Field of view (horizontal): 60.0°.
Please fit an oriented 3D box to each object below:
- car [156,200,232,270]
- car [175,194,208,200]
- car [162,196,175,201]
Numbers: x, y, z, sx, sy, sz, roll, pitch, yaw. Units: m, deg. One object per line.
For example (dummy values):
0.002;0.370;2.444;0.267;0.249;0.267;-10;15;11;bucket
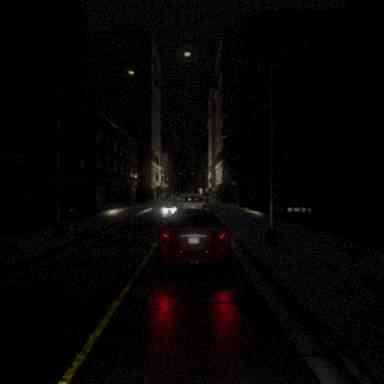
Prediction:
0.067;1.311;11.024;2.097;1.767;4.553;0;0;0;car
0.068;1.136;25.895;2.150;2.045;5.566;0;0;0;car
-3.076;1.367;46.482;2.128;1.511;4.902;0;0;0;car
